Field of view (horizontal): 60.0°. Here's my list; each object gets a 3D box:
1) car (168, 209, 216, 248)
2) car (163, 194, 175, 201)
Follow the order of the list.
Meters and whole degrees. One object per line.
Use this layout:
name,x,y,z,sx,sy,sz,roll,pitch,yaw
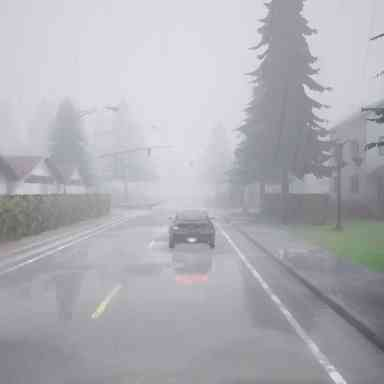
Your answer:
car,0.000,1.515,14.650,1.837,1.490,4.892,0,0,0
car,-6.009,1.354,84.170,2.097,1.767,4.553,0,0,-31
